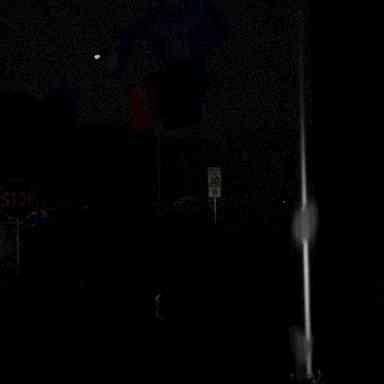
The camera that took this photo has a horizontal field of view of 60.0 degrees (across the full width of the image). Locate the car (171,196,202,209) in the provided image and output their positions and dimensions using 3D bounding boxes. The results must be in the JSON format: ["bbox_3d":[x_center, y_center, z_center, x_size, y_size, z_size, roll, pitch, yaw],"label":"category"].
[{"bbox_3d":[-0.616,1.200,39.592,1.812,1.442,4.674,-2,0,35],"label":"car"}]

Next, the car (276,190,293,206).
[{"bbox_3d":[12.021,0.832,40.315,1.837,1.490,4.892,-2,0,35],"label":"car"}]

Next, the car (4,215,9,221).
[{"bbox_3d":[-14.215,1.537,20.264,2.033,1.411,5.357,-2,0,36],"label":"car"}]

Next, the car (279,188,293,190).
[{"bbox_3d":[14.356,0.471,49.337,2.150,2.045,5.566,-2,0,35],"label":"car"}]

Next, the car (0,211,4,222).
[{"bbox_3d":[-8.888,1.178,10.444,2.097,1.767,4.553,-2,0,35],"label":"car"}]

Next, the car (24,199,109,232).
[{"bbox_3d":[-6.941,1.152,18.894,2.097,1.767,4.553,-2,0,35],"label":"car"}]
